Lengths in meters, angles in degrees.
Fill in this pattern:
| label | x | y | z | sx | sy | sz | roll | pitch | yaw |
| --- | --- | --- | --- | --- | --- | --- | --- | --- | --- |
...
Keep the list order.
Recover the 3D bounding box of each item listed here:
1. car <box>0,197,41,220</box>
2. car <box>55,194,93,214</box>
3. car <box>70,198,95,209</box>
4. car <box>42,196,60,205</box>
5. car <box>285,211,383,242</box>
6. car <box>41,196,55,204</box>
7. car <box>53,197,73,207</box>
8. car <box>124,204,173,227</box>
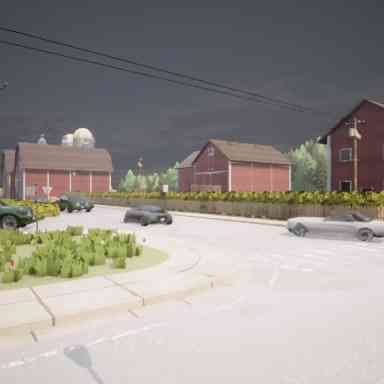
| label | x | y | z | sx | sy | sz | roll | pitch | yaw |
| --- | --- | --- | --- | --- | --- | --- | --- | --- | --- |
| car | -12.167 | 1.222 | 19.321 | 5.566 | 2.045 | 2.150 | 0 | 0 | -12 |
| car | -12.812 | 1.221 | 36.350 | 2.150 | 2.045 | 5.566 | 0 | 0 | -36 |
| car | -15.097 | 1.564 | 45.735 | 1.994 | 1.385 | 4.181 | 0 | 0 | -35 |
| car | -25.417 | 1.478 | 59.936 | 1.882 | 1.535 | 5.008 | 0 | 0 | -36 |
| car | 7.097 | 1.601 | 16.268 | 4.718 | 1.301 | 1.895 | 0 | 0 | 35 |
| car | -22.399 | 1.528 | 49.780 | 2.128 | 1.511 | 4.902 | 0 | 0 | -36 |
| car | -20.797 | 1.564 | 53.540 | 1.994 | 1.385 | 4.181 | 0 | 0 | -36 |
| car | -3.042 | 1.562 | 22.807 | 1.994 | 1.385 | 4.181 | 0 | 0 | -36 |
